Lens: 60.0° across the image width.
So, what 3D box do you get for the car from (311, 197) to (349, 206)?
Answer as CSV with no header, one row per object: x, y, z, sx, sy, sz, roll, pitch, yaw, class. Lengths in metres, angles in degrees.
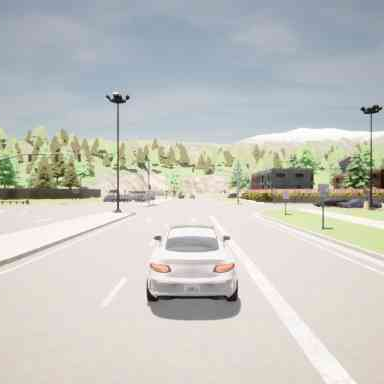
22.381,1.547,54.103,5.357,1.411,2.033,0,0,-1,car

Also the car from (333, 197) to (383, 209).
21.930,1.547,43.598,5.357,1.411,2.033,0,0,-1,car

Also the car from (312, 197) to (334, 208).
19.810,1.478,47.079,5.008,1.535,1.882,0,0,-1,car

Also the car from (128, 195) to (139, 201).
-14.957,1.540,85.133,2.033,1.411,5.357,0,0,0,car

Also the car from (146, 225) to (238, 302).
0.004,1.526,8.149,1.812,1.442,4.674,0,0,0,car

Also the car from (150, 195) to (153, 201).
-11.458,1.595,83.643,1.895,1.301,4.718,0,0,0,car

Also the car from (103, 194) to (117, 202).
-18.462,1.355,74.906,2.097,1.767,4.553,0,0,0,car

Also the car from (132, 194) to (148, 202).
-11.462,1.355,74.817,2.097,1.767,4.553,0,0,0,car

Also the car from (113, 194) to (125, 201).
-18.458,1.355,84.722,2.097,1.767,4.553,0,0,0,car

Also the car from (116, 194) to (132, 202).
-14.962,1.540,75.106,2.033,1.411,5.357,0,0,0,car
